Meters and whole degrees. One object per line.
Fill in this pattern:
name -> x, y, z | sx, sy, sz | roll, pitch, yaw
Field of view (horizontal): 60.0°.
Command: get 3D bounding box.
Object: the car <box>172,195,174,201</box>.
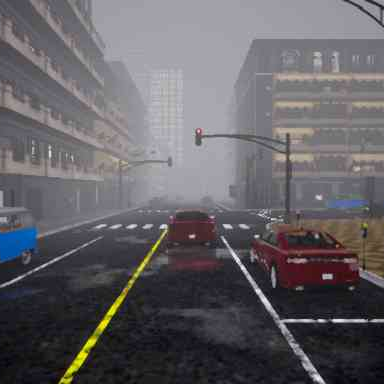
car -> -5.698, 1.608, 74.402 | 1.802, 1.307, 4.206 | -1, 0, 0

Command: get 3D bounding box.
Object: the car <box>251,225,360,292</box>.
car -> 2.683, 1.541, 8.814 | 1.887, 1.381, 4.507 | 0, 0, 0

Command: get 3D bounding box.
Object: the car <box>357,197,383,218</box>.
car -> 15.763, 1.326, 26.011 | 4.313, 1.339, 1.947 | -1, 1, -1

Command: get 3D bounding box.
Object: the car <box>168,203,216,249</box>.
car -> 0.000, 1.482, 14.651 | 1.882, 1.535, 5.008 | 0, 0, 0

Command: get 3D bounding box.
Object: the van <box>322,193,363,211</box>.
van -> 15.641, 1.033, 34.385 | 3.998, 1.788, 1.690 | -1, 1, -1

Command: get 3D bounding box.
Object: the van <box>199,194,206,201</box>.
van -> 2.681, 1.378, 85.452 | 1.690, 1.788, 3.998 | -1, 0, 0

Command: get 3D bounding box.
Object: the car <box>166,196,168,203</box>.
car -> -5.698, 1.578, 57.818 | 1.947, 1.339, 4.313 | 0, 0, 0

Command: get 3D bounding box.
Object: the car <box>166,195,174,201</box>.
car -> -5.698, 1.562, 85.288 | 1.752, 1.417, 4.829 | -1, 0, 0

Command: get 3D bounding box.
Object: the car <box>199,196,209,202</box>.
car -> 2.683, 1.577, 74.396 | 2.008, 1.369, 4.403 | -1, 0, 0

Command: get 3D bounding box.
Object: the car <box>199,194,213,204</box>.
car -> 2.681, 1.453, 57.813 | 1.967, 1.590, 4.097 | -1, 0, 0

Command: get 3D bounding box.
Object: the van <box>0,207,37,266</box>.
van -> -5.699, 1.338, 8.815 | 1.690, 1.788, 3.998 | 0, 0, 0

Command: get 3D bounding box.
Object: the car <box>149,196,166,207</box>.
car -> -5.697, 1.559, 52.291 | 2.008, 1.369, 4.403 | 0, 0, 0

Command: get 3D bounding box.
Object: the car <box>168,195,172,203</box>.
car -> -5.699, 1.461, 68.874 | 1.967, 1.590, 4.097 | -1, 0, 0

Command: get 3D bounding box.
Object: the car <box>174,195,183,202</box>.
car -> -3.000, 1.513, 77.890 | 2.033, 1.411, 5.357 | 0, 0, 0
